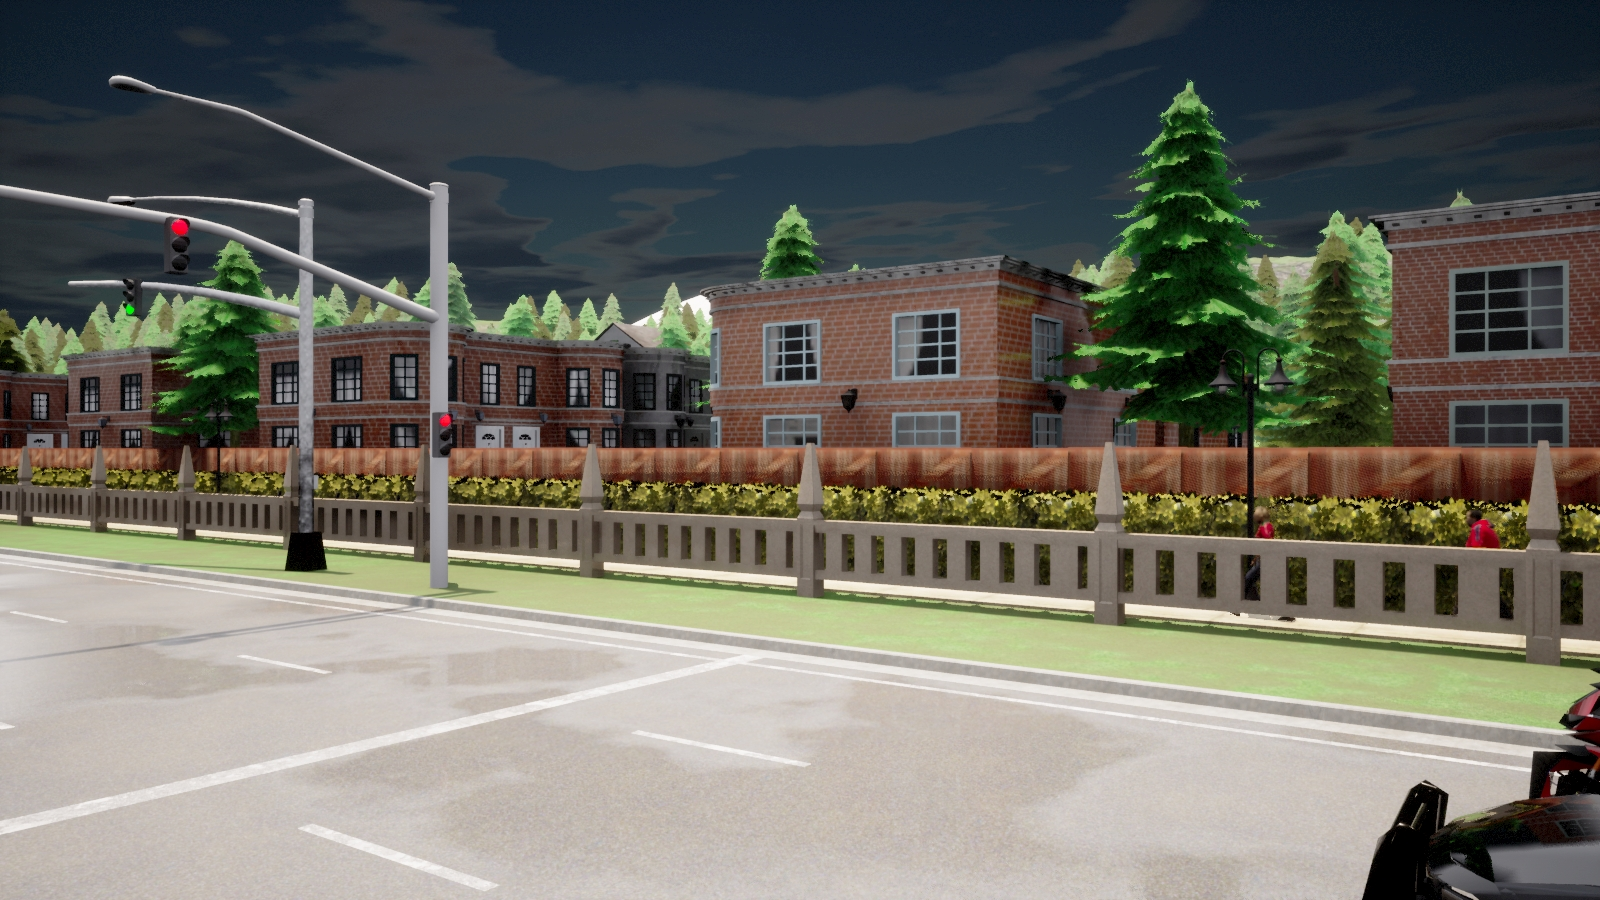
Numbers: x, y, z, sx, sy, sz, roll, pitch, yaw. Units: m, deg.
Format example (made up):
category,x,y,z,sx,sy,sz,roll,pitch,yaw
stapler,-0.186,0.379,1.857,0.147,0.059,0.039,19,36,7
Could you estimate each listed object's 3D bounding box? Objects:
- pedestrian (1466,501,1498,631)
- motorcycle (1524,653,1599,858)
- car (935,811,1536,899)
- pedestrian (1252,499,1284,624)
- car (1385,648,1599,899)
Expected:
category,x,y,z,sx,sy,sz,roll,pitch,yaw
pedestrian,10.087,1.700,16.898,0.375,1.860,0.375,0,0,35
motorcycle,6.334,2.205,7.895,2.209,1.251,0.867,0,0,35
car,2.178,2.065,2.259,4.193,1.474,1.816,0,0,35
pedestrian,7.190,1.699,17.561,0.375,1.860,0.375,0,0,37
car,5.302,1.983,4.345,5.238,1.638,2.097,0,0,35
